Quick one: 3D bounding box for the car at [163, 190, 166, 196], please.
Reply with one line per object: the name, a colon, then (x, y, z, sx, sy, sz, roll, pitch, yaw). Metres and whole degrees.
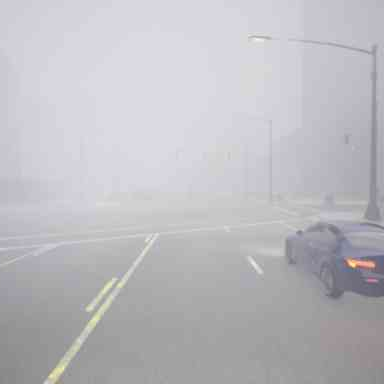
car: (-6.828, 0.191, 74.475, 1.882, 1.535, 5.008, 0, 1, 0)

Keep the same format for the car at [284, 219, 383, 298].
car: (3.620, 1.376, 7.954, 1.812, 1.442, 4.674, 0, 1, 0)

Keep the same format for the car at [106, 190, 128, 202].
car: (-10.463, 0.542, 45.996, 2.128, 1.511, 4.902, 0, 1, 0)

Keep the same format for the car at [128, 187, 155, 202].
car: (-6.964, 0.271, 46.355, 2.150, 2.045, 5.566, 0, 1, 1)

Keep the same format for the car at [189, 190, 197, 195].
car: (0.196, 0.098, 84.845, 1.994, 1.385, 4.181, 0, 1, 0)

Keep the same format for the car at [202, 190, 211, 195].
car: (3.696, 0.085, 84.836, 2.033, 1.411, 5.357, 0, 1, 0)

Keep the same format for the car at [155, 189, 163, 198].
car: (-6.891, 0.230, 59.996, 2.097, 1.767, 4.553, 0, 1, 1)

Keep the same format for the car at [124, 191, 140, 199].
car: (-10.406, 0.500, 57.959, 1.895, 1.301, 4.718, 0, 1, 1)

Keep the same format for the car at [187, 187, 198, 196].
car: (0.172, -0.051, 74.454, 2.150, 2.045, 5.566, 0, 1, 0)

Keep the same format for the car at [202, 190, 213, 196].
car: (3.672, 0.244, 74.835, 1.812, 1.442, 4.674, 0, 1, 0)
